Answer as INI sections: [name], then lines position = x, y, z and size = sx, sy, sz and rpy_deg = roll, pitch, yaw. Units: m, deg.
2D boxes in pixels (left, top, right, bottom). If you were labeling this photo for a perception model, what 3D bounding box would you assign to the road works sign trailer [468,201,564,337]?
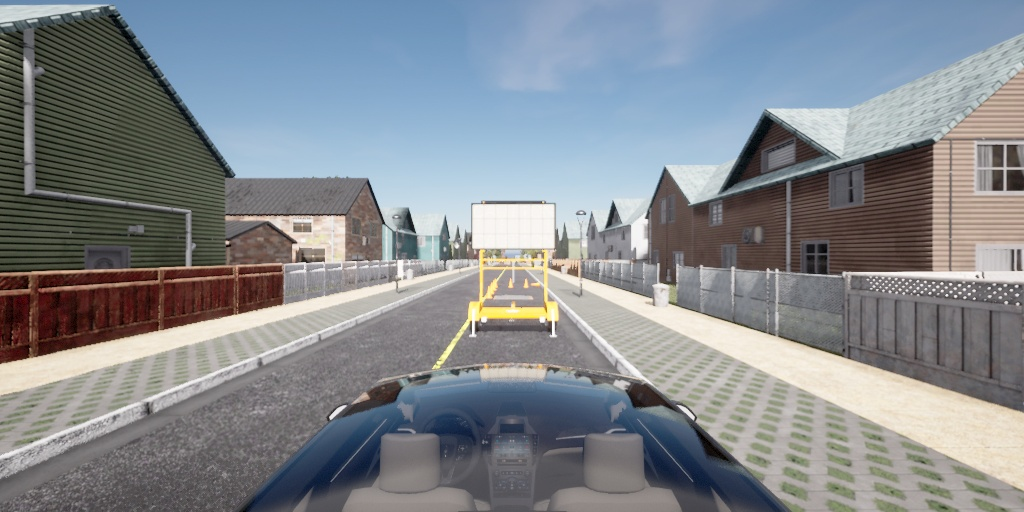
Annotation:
[road works sign trailer]
position = 0.044, 0.225, 10.311
size = 2.380, 3.560, 2.880
rpy_deg = 0, 0, 1
